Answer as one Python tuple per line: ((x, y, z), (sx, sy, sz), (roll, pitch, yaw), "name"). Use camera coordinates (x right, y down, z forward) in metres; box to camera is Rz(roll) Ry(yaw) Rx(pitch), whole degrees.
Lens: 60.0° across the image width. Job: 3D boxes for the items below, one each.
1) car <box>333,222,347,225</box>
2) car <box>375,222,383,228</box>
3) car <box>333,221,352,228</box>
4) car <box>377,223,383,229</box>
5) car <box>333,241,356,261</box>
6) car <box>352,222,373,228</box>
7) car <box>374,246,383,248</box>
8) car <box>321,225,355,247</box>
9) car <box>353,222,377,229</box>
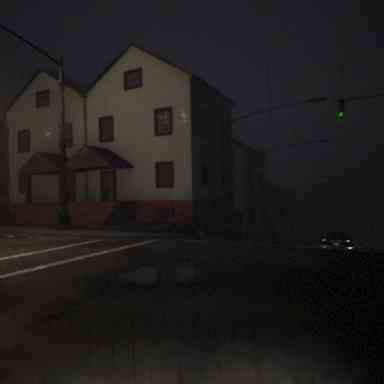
((38.455, 8.520, 85.222), (2.038, 1.542, 4.974), (-1, 0, -19), "car")
((47.647, 8.165, 81.392), (1.853, 1.218, 4.536), (-1, 0, -34), "car")
((38.435, 8.363, 85.271), (1.853, 1.218, 4.536), (-1, 0, -19), "car")
((47.680, 8.322, 81.349), (2.038, 1.542, 4.974), (-1, 0, -34), "car")
((14.369, 5.598, 31.241), (1.812, 1.442, 4.674), (-1, -14, 27), "car")
((42.600, 8.274, 83.122), (4.536, 1.218, 1.853), (-1, 0, -9), "car")
((24.287, 7.995, 42.554), (2.150, 2.045, 5.566), (-1, -7, 27), "car")
((9.862, 3.433, 22.551), (1.812, 1.442, 4.674), (-2, -13, 26), "car")
((42.552, 8.432, 83.114), (4.974, 1.542, 2.038), (-1, 0, -9), "car")
